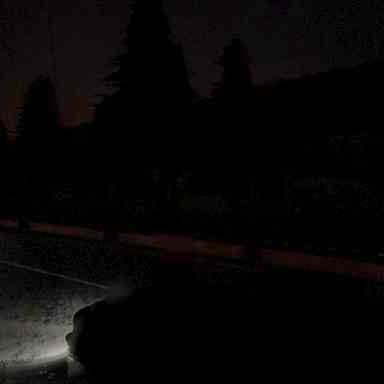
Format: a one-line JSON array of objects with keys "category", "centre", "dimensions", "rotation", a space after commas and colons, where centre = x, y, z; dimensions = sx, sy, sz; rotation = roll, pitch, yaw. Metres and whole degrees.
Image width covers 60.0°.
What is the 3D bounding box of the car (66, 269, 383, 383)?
[{"category": "car", "centre": [1.053, 1.537, 3.182], "dimensions": [5.357, 1.411, 2.033], "rotation": [1, 1, 37]}]
